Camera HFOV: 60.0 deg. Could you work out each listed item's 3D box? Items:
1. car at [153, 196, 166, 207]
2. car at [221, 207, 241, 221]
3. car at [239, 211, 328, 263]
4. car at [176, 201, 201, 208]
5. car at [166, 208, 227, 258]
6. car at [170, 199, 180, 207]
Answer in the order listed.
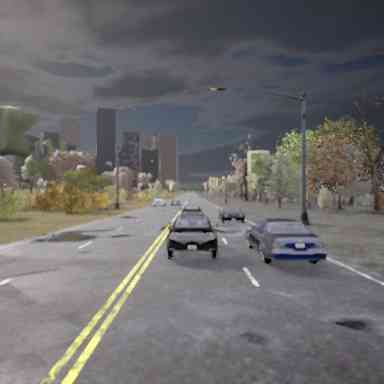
[{"bbox_3d":[-6.494,1.808,66.088,2.150,2.045,5.566,0,0,0],"label":"car"},{"bbox_3d":[3.268,1.904,28.218,1.895,1.301,4.718,0,-1,1],"label":"car"},{"bbox_3d":[3.259,1.684,12.519,2.033,1.411,5.357,0,0,0],"label":"car"},{"bbox_3d":[0.026,1.804,28.460,2.128,1.511,4.902,0,0,1],"label":"car"},{"bbox_3d":[0.023,1.642,13.465,2.128,1.511,4.902,0,0,1],"label":"car"},{"bbox_3d":[-3.248,2.089,66.155,2.128,1.511,4.902,0,0,0],"label":"car"}]
